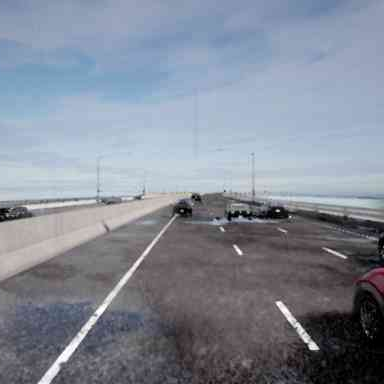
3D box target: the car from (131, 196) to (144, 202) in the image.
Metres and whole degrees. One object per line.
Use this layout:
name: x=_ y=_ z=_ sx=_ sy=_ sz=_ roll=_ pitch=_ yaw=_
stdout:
car: x=-9.826 y=1.544 z=60.657 sx=1.812 sy=1.442 sz=4.674 roll=0 pitch=0 yaw=2

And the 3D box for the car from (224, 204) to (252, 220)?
car: x=3.760 y=1.618 z=27.864 sx=1.895 sy=1.301 sz=4.718 roll=0 pitch=0 yaw=1

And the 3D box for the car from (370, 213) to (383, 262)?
car: x=7.124 y=1.485 z=9.048 sx=1.882 sy=1.535 sz=5.008 roll=0 pitch=0 yaw=0

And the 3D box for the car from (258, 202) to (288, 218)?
car: x=7.286 y=1.582 z=30.093 sx=1.994 sy=1.385 sz=4.181 roll=0 pitch=0 yaw=1

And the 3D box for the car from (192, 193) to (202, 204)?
car: x=0.822 y=1.238 z=66.348 sx=2.150 sy=2.045 sz=5.566 roll=0 pitch=0 yaw=1

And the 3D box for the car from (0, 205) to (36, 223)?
car: x=-10.520 y=1.517 z=18.516 sx=1.837 sy=1.490 sz=4.892 roll=0 pitch=0 yaw=0

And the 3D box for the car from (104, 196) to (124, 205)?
car: x=-13.376 y=1.567 z=58.725 sx=2.033 sy=1.411 sz=5.357 roll=0 pitch=0 yaw=2

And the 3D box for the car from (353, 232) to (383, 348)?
car: x=3.610 y=1.355 z=3.461 sx=2.097 sy=1.767 sz=4.553 roll=0 pitch=0 yaw=0

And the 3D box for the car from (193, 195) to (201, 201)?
car: x=1.284 y=1.465 z=82.959 sx=1.812 sy=1.442 sz=4.674 roll=0 pitch=0 yaw=2

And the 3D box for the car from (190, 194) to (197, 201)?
car: x=-0.614 y=1.498 z=47.626 sx=1.882 sy=1.535 sz=5.008 roll=0 pitch=0 yaw=1

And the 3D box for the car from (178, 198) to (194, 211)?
car: x=-0.714 y=1.546 z=41.636 sx=1.812 sy=1.442 sz=4.674 roll=0 pitch=0 yaw=1

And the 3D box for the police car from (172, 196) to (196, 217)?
police car: x=-0.851 y=1.444 z=31.762 sx=1.930 sy=1.638 sz=5.238 roll=0 pitch=0 yaw=1

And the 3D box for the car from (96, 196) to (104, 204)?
car: x=-16.763 y=1.517 z=63.092 sx=2.128 sy=1.511 sz=4.902 roll=0 pitch=0 yaw=2
